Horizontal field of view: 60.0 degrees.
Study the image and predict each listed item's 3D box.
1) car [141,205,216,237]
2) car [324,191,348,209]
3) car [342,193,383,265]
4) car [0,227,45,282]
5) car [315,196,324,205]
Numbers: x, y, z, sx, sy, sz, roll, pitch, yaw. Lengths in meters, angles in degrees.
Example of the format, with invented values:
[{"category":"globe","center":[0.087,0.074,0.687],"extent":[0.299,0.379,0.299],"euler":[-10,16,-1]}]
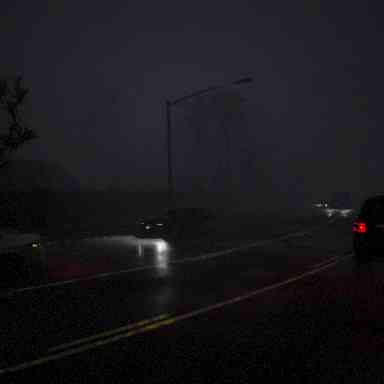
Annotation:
[{"category":"car","center":[-0.621,1.488,18.210],"extent":[1.837,1.490,4.892],"euler":[0,0,40]},{"category":"car","center":[18.424,0.970,41.507],"extent":[2.150,2.045,5.566],"euler":[-1,0,31]},{"category":"car","center":[6.863,1.111,10.466],"extent":[2.150,2.045,5.566],"euler":[0,0,42]},{"category":"car","center":[-6.199,1.560,8.279],"extent":[4.674,1.442,1.812],"euler":[-1,0,-38]},{"category":"car","center":[20.870,1.270,52.321],"extent":[2.033,1.411,5.357],"euler":[-1,0,32]}]
